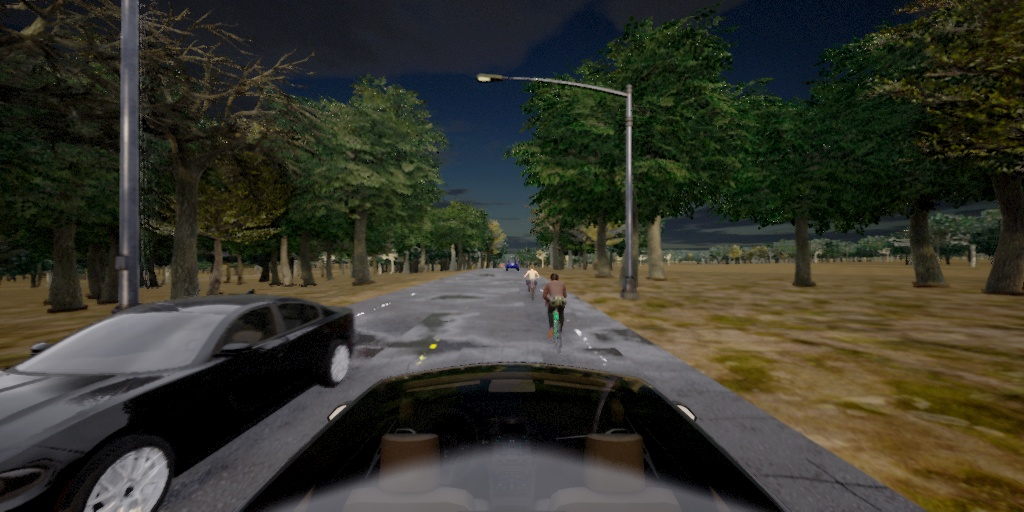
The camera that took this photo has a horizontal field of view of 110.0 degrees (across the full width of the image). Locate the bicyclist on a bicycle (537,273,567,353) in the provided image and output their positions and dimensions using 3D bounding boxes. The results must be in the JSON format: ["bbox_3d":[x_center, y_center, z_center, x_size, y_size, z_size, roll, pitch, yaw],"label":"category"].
[{"bbox_3d":[0.960,1.211,7.913,0.582,1.620,1.656,0,0,0],"label":"bicyclist on a bicycle"}]

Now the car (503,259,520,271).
[{"bbox_3d":[0.093,1.454,60.018,2.150,2.045,5.566,0,-1,0],"label":"car"}]

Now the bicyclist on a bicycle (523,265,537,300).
[{"bbox_3d":[0.942,1.223,16.937,0.866,1.612,1.509,0,0,0],"label":"bicyclist on a bicycle"}]

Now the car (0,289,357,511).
[{"bbox_3d":[-3.599,1.230,4.127,1.882,1.535,5.008,0,0,0],"label":"car"}]
